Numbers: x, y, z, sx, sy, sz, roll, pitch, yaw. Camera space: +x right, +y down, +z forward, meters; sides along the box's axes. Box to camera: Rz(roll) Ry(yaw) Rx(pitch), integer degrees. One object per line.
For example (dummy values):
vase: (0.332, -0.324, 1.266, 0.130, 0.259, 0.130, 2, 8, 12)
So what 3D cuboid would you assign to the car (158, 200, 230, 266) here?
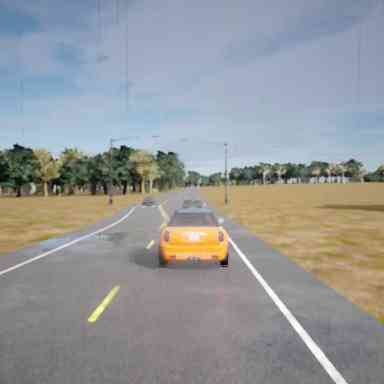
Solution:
car: (0.067, 1.329, 11.592, 2.097, 1.767, 4.553, 0, 0, 0)

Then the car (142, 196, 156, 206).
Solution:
car: (-6.636, 1.355, 51.566, 1.837, 1.490, 4.892, 0, 0, -4)
